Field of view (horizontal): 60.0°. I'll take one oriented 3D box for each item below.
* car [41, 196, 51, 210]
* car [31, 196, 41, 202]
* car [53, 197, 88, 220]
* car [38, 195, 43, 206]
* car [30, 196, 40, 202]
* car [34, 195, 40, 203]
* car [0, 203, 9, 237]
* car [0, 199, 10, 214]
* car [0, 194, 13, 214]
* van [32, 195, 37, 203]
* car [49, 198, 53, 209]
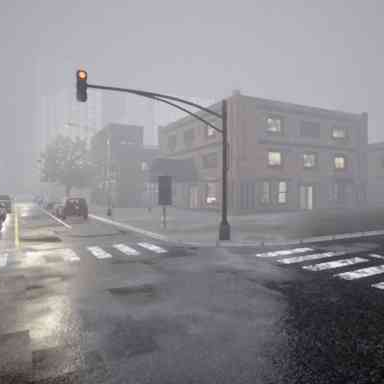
[{"bbox_3d":[-17.879,1.590,42.729,1.947,1.339,4.313,0,0,-28],"label":"car"},{"bbox_3d":[-36.025,1.668,76.884,1.802,1.307,4.206,0,0,-28],"label":"car"},{"bbox_3d":[-10.101,1.325,28.091,2.192,1.841,5.009,0,0,-28],"label":"car"},{"bbox_3d":[-20.471,1.581,47.608,2.008,1.369,4.403,0,0,-28],"label":"car"},{"bbox_3d":[-38.618,1.663,81.764,1.947,1.339,4.313,0,0,-28],"label":"car"},{"bbox_3d":[-25.656,1.628,57.366,1.802,1.307,4.206,0,0,-28],"label":"car"},{"bbox_3d":[-11.192,1.551,17.819,2.033,1.411,5.357,0,0,-28],"label":"car"},{"bbox_3d":[-15.602,1.535,26.170,1.812,1.442,4.674,0,0,-28],"label":"car"},{"bbox_3d":[-20.518,1.239,35.567,2.150,2.045,5.566,0,0,-28],"label":"car"},{"bbox_3d":[-30.841,1.406,67.126,1.690,1.788,3.998,0,0,-28],"label":"van"},{"bbox_3d":[-12.694,1.580,32.970,1.947,1.339,4.313,0,0,-28],"label":"car"}]
